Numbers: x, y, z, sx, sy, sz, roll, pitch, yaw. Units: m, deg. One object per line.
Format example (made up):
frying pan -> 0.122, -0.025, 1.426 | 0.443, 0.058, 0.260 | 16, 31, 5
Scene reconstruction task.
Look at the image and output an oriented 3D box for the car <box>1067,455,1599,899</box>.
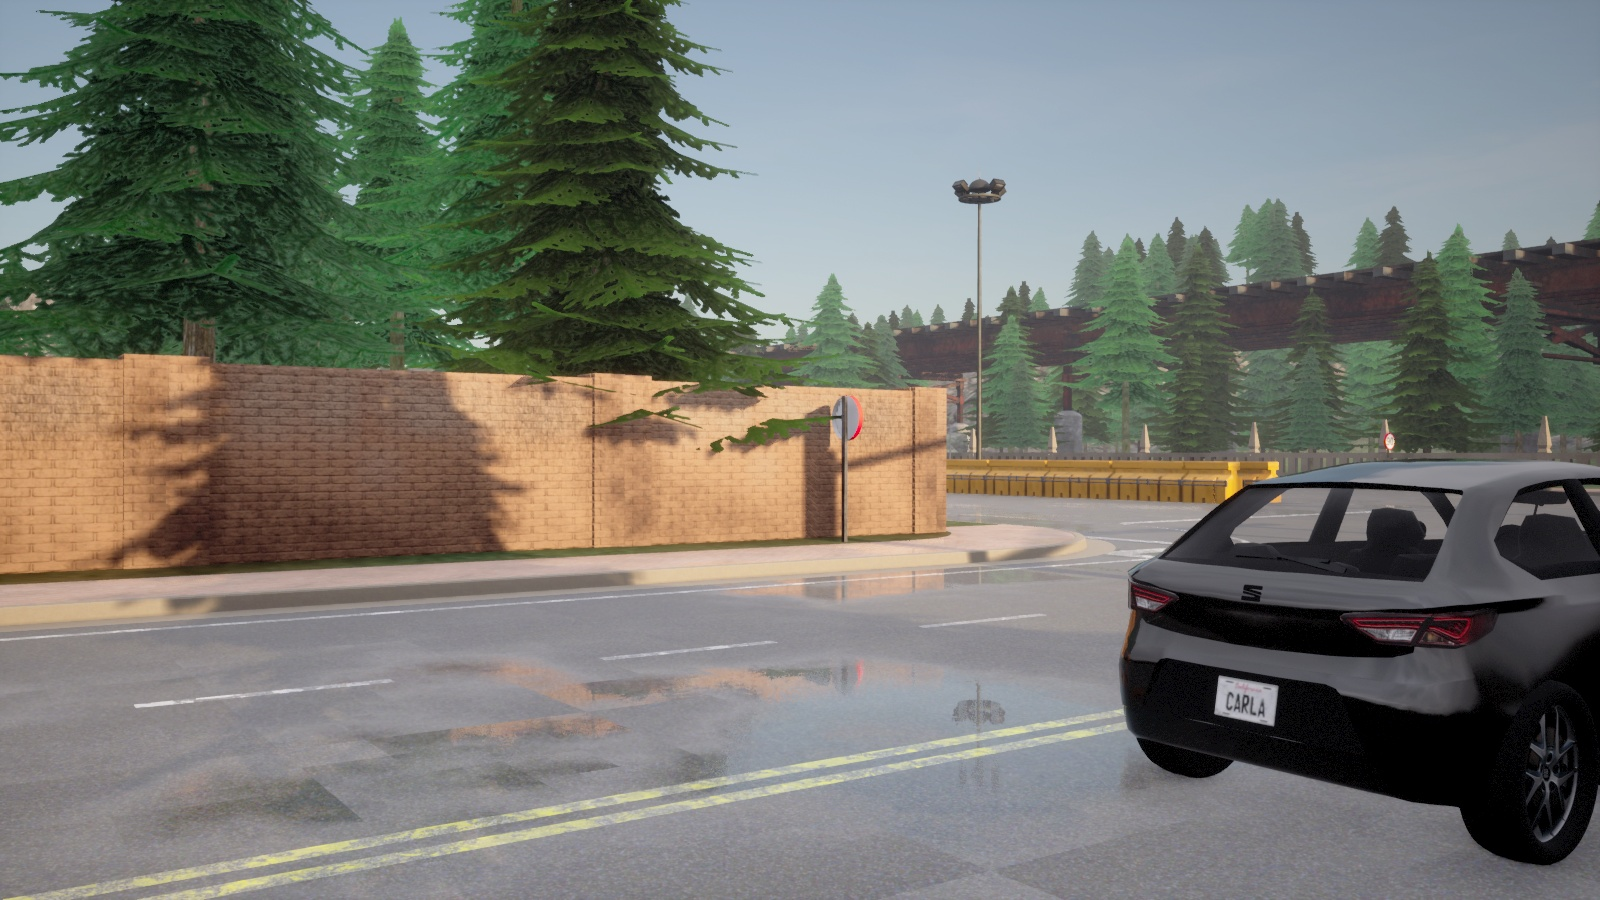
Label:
car -> 3.427, 0.766, 6.046 | 4.193, 1.474, 1.816 | 0, 0, -35
